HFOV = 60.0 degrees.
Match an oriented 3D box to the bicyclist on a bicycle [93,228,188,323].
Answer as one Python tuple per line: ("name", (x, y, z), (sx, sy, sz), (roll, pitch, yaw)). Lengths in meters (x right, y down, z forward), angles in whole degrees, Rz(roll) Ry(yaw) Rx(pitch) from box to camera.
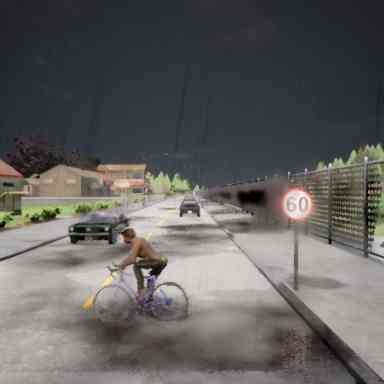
("bicyclist on a bicycle", (-0.905, 1.448, 5.730), (1.656, 1.620, 0.582), (-2, 0, -1))

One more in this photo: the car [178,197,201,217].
("car", (-0.217, 1.503, 31.817), (1.837, 1.490, 4.892), (0, 0, -1))

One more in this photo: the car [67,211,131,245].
("car", (-4.221, 1.600, 15.771), (1.895, 1.301, 4.718), (0, 0, 0))

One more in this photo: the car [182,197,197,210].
("car", (-0.360, 1.503, 45.102), (1.837, 1.490, 4.892), (0, 0, -1))
